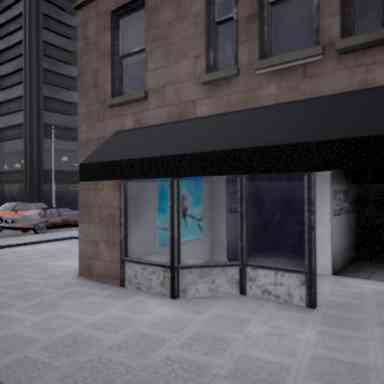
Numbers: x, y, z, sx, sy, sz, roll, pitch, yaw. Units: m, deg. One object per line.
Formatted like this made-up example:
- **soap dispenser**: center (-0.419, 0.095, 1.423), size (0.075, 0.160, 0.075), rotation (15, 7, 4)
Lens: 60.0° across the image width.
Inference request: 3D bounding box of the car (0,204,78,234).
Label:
- **car**: center (-8.105, 1.601, 19.526), size (2.033, 1.411, 5.357), rotation (-1, 0, 35)

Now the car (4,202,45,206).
- **car**: center (-11.023, 1.440, 20.775), size (2.097, 1.767, 4.553), rotation (-1, 0, 35)
